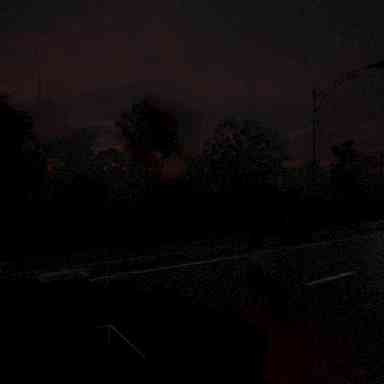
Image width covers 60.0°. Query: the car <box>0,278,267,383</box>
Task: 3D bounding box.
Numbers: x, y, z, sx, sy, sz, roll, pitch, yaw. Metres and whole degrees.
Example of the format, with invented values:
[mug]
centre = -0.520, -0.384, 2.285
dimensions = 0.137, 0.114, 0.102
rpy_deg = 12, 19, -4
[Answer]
[car]
centre = -1.636, 1.600, 2.804
dimensions = 4.718, 1.301, 1.895
rpy_deg = 0, 0, -35
